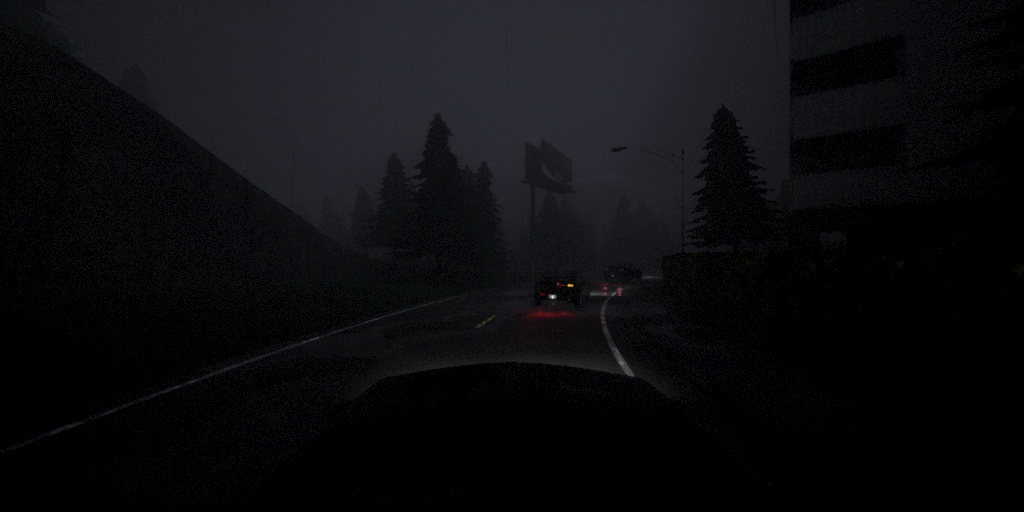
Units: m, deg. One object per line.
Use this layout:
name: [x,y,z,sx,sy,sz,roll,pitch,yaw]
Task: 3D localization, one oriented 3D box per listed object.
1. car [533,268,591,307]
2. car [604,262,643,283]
car: [2.271,1.265,15.647,1.837,1.490,4.892,0,0,18]
car: [8.887,1.244,28.415,2.128,1.511,4.902,0,0,37]
